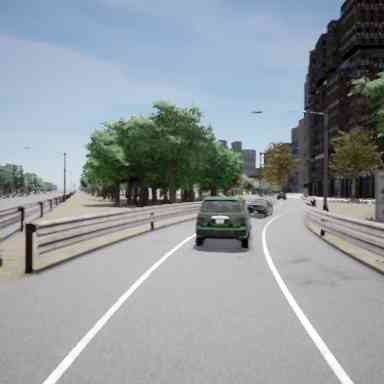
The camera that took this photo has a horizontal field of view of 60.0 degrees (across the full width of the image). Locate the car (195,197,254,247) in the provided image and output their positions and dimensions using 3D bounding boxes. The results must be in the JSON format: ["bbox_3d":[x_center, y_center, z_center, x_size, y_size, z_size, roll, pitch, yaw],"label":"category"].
[{"bbox_3d":[1.585,1.226,15.334,2.150,2.045,5.566,0,0,11],"label":"car"}]

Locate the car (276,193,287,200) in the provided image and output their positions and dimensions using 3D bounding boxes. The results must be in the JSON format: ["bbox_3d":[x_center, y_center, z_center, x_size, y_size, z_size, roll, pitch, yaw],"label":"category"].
[{"bbox_3d":[24.384,1.189,90.918,2.150,2.045,5.566,0,0,5],"label":"car"}]

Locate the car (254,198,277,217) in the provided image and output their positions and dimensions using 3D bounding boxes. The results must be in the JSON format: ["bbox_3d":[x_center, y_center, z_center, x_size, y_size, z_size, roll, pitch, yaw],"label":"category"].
[{"bbox_3d":[6.556,1.519,31.695,1.837,1.490,4.892,0,0,22],"label":"car"}]
